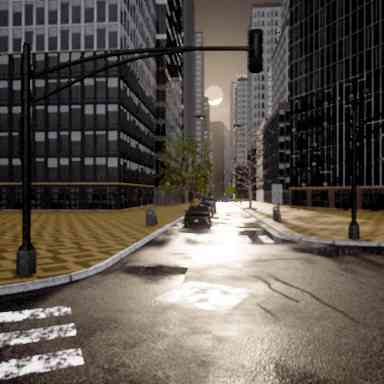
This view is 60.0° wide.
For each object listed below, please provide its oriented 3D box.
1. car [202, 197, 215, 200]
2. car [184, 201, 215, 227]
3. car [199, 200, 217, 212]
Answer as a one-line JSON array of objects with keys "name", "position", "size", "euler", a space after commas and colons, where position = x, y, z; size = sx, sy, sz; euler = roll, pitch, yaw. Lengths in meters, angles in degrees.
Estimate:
[{"name": "car", "position": [2.287, 1.669, 45.915], "size": [2.150, 2.045, 5.566], "euler": [0, -1, 5]}, {"name": "car", "position": [0.512, 1.716, 25.111], "size": [1.882, 1.535, 5.008], "euler": [0, -1, 5]}, {"name": "car", "position": [1.382, 1.865, 35.293], "size": [1.812, 1.442, 4.674], "euler": [0, -1, 5]}]
